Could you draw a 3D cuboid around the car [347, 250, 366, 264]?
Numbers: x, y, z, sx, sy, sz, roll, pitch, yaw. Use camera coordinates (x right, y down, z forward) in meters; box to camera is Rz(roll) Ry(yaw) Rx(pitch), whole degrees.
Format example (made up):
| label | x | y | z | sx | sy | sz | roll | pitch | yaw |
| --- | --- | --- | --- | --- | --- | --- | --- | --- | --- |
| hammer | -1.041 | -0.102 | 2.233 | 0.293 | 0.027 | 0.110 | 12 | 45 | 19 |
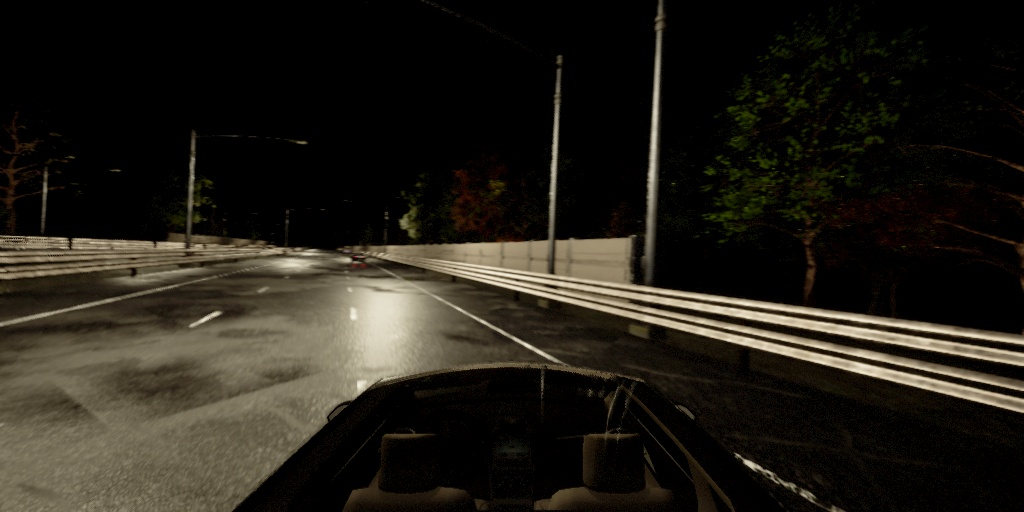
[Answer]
| label | x | y | z | sx | sy | sz | roll | pitch | yaw |
| --- | --- | --- | --- | --- | --- | --- | --- | --- | --- |
| car | -21.588 | 0.281 | 50.383 | 2.128 | 1.511 | 4.902 | 3 | 0 | -26 |
